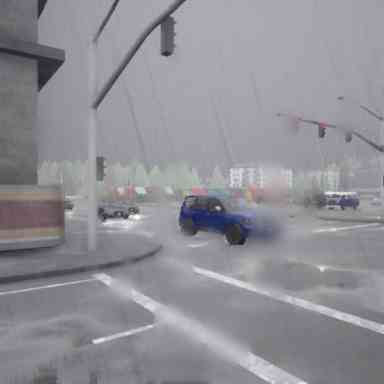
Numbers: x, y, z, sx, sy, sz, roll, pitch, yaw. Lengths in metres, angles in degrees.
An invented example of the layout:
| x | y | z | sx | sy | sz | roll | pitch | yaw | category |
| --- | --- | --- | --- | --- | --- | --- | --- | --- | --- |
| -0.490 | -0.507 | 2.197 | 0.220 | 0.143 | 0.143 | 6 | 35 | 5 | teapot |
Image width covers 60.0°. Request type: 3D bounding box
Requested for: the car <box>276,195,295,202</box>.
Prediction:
| x | y | z | sx | sy | sz | roll | pitch | yaw | category |
| --- | --- | --- | --- | --- | --- | --- | --- | --- | --- |
| 19.970 | 1.331 | 71.055 | 3.905 | 1.438 | 1.784 | 0 | 0 | -35 | car |

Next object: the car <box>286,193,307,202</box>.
| x | y | z | sx | sy | sz | roll | pitch | yaw | category |
| --- | --- | --- | --- | --- | --- | --- | --- | --- | --- |
| 21.595 | 1.121 | 68.656 | 4.605 | 1.855 | 1.932 | 0 | 0 | -35 | car |

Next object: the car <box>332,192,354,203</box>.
| x | y | z | sx | sy | sz | roll | pitch | yaw | category |
| --- | --- | --- | --- | --- | --- | --- | --- | --- | --- |
| 35.865 | 1.114 | 78.821 | 3.866 | 1.878 | 1.905 | 0 | 0 | -35 | car |

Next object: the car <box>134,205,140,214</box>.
| x | y | z | sx | sy | sz | roll | pitch | yaw | category |
| --- | --- | --- | --- | --- | --- | --- | --- | --- | --- |
| -6.830 | 1.501 | 32.881 | 1.994 | 1.385 | 4.181 | 0 | 0 | -36 | car |

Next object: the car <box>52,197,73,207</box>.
| x | y | z | sx | sy | sz | roll | pitch | yaw | category |
| --- | --- | --- | --- | --- | --- | --- | --- | --- | --- |
| -20.034 | 1.538 | 51.348 | 1.895 | 1.301 | 4.718 | 0 | 0 | -36 | car |

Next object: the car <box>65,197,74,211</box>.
| x | y | z | sx | sy | sz | roll | pitch | yaw | category |
| --- | --- | --- | --- | --- | --- | --- | --- | --- | --- |
| -15.555 | 1.290 | 39.166 | 2.097 | 1.767 | 4.553 | 0 | 0 | -36 | car |

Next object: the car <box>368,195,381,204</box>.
| x | y | z | sx | sy | sz | roll | pitch | yaw | category |
| --- | --- | --- | --- | --- | --- | --- | --- | --- | --- |
| 31.455 | 1.363 | 54.934 | 3.806 | 1.475 | 1.970 | 0 | 0 | -35 | car |

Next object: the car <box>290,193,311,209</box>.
| x | y | z | sx | sy | sz | roll | pitch | yaw | category |
| --- | --- | --- | --- | --- | --- | --- | --- | --- | --- |
| 15.803 | 1.371 | 50.889 | 3.806 | 1.475 | 1.970 | 0 | 0 | -35 | car |

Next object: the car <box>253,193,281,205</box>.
| x | y | z | sx | sy | sz | roll | pitch | yaw | category |
| --- | --- | --- | --- | --- | --- | --- | --- | --- | --- |
| 12.532 | 1.129 | 55.408 | 4.605 | 1.855 | 1.932 | 0 | 0 | -35 | car |

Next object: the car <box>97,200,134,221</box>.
| x | y | z | sx | sy | sz | roll | pitch | yaw | category |
| --- | --- | --- | --- | --- | --- | --- | --- | --- | --- |
| -6.644 | 1.503 | 26.635 | 1.994 | 1.385 | 4.181 | 0 | 0 | -36 | car |

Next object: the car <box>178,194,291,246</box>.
| x | y | z | sx | sy | sz | roll | pitch | yaw | category |
| --- | --- | --- | --- | --- | --- | --- | --- | --- | --- |
| 1.524 | 1.175 | 15.523 | 2.150 | 2.045 | 5.566 | 0 | 0 | -36 | car |

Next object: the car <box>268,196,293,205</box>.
| x | y | z | sx | sy | sz | roll | pitch | yaw | category |
| --- | --- | --- | --- | --- | --- | --- | --- | --- | --- |
| 14.127 | 1.340 | 53.250 | 3.905 | 1.438 | 1.784 | 0 | 0 | -35 | car |
